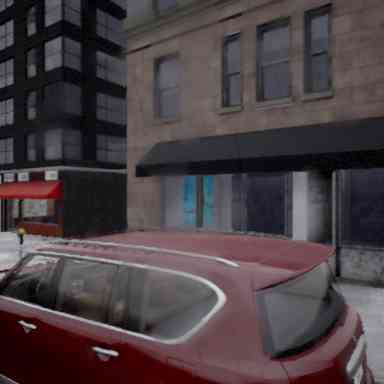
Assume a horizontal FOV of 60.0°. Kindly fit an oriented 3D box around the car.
[{"bbox_3d":[-0.817,1.349,3.649,5.009,1.841,2.192,-1,0,35],"label":"car"}]
